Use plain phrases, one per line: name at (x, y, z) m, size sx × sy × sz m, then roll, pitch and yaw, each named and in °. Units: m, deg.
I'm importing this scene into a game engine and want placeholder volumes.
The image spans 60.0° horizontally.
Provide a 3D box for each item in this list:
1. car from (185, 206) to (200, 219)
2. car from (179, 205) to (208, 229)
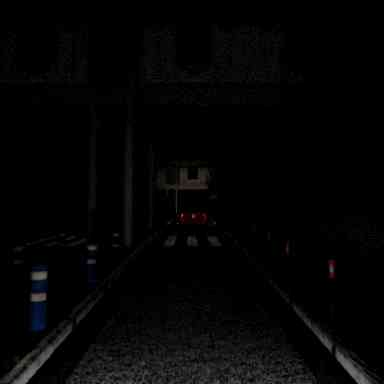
car at (0.089, 2.585, 42.907) m, size 1.882 × 1.535 × 5.008 m, roll 0°, pitch -2°, yaw 0°
car at (0.093, 1.771, 25.312) m, size 2.097 × 1.767 × 4.553 m, roll 0°, pitch -2°, yaw 0°
